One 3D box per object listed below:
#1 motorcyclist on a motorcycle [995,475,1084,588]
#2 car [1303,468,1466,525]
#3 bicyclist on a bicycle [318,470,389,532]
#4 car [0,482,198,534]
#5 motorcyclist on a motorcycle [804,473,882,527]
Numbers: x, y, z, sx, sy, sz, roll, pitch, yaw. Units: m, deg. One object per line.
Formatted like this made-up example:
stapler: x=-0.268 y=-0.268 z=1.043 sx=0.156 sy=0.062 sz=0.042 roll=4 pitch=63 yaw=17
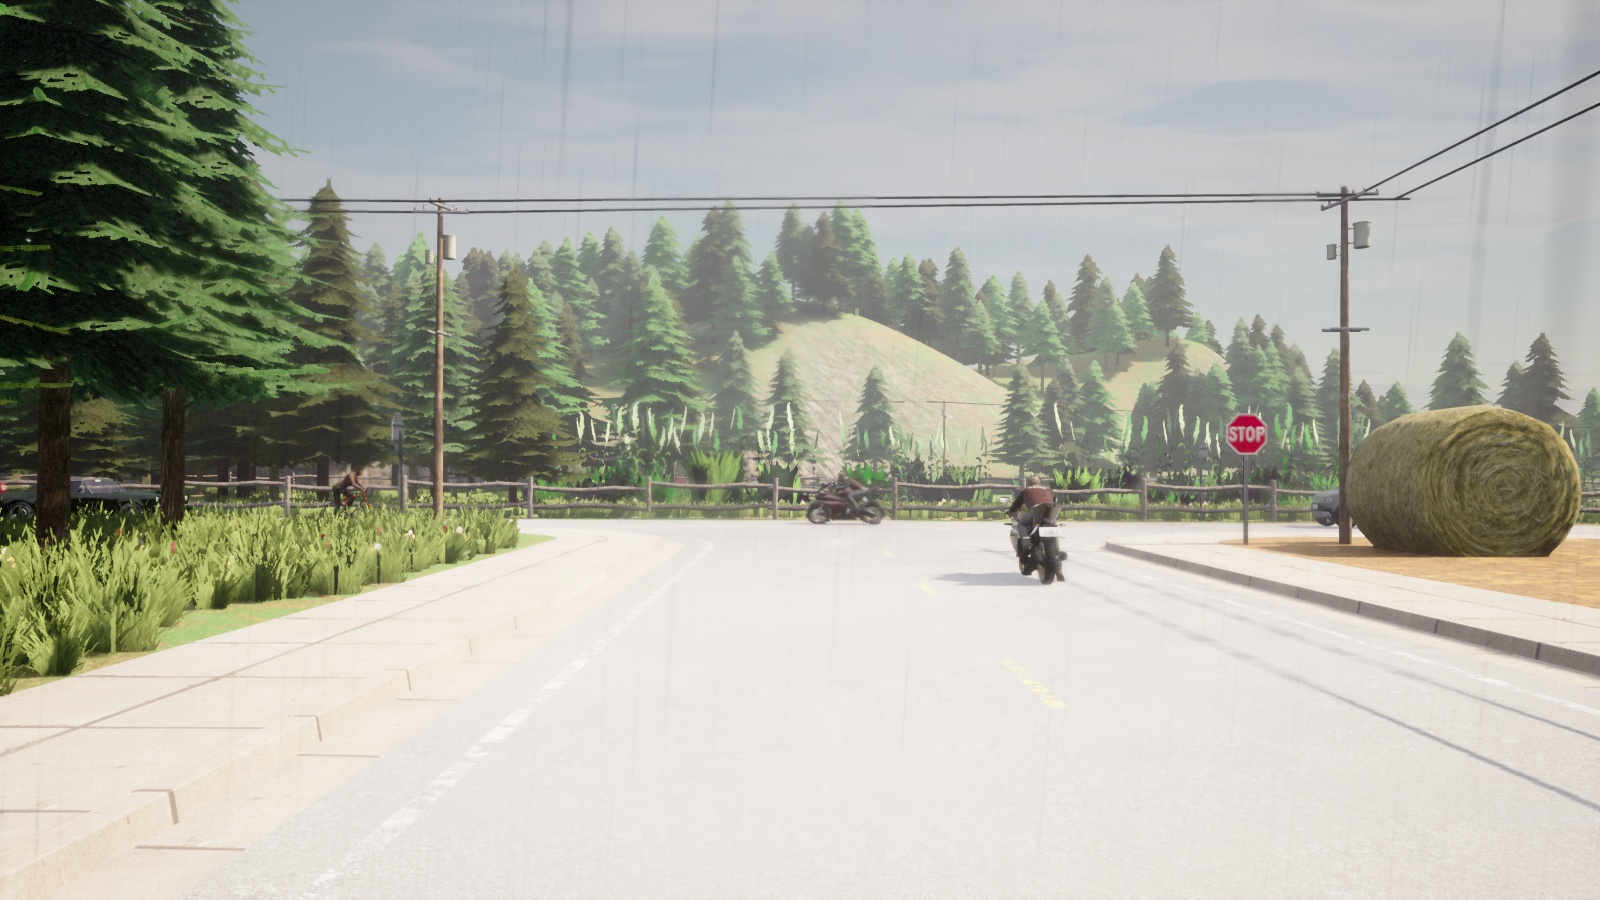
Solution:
motorcyclist on a motorcycle: x=3.450 y=1.143 z=18.311 sx=0.866 sy=1.530 sz=2.191 roll=0 pitch=-1 yaw=0
car: x=16.323 y=1.283 z=35.205 sx=3.705 sy=1.549 sz=1.789 roll=0 pitch=-1 yaw=3
bicyclist on a bicycle: x=-11.723 y=1.332 z=32.986 sx=1.656 sy=1.620 sz=0.582 roll=0 pitch=-1 yaw=3
car: x=-18.776 y=1.513 z=33.294 sx=4.718 sy=1.301 sz=1.895 roll=0 pitch=-1 yaw=2
motorcyclist on a motorcycle: x=1.233 y=1.417 z=35.895 sx=2.191 sy=1.530 sz=0.866 roll=0 pitch=-1 yaw=3
